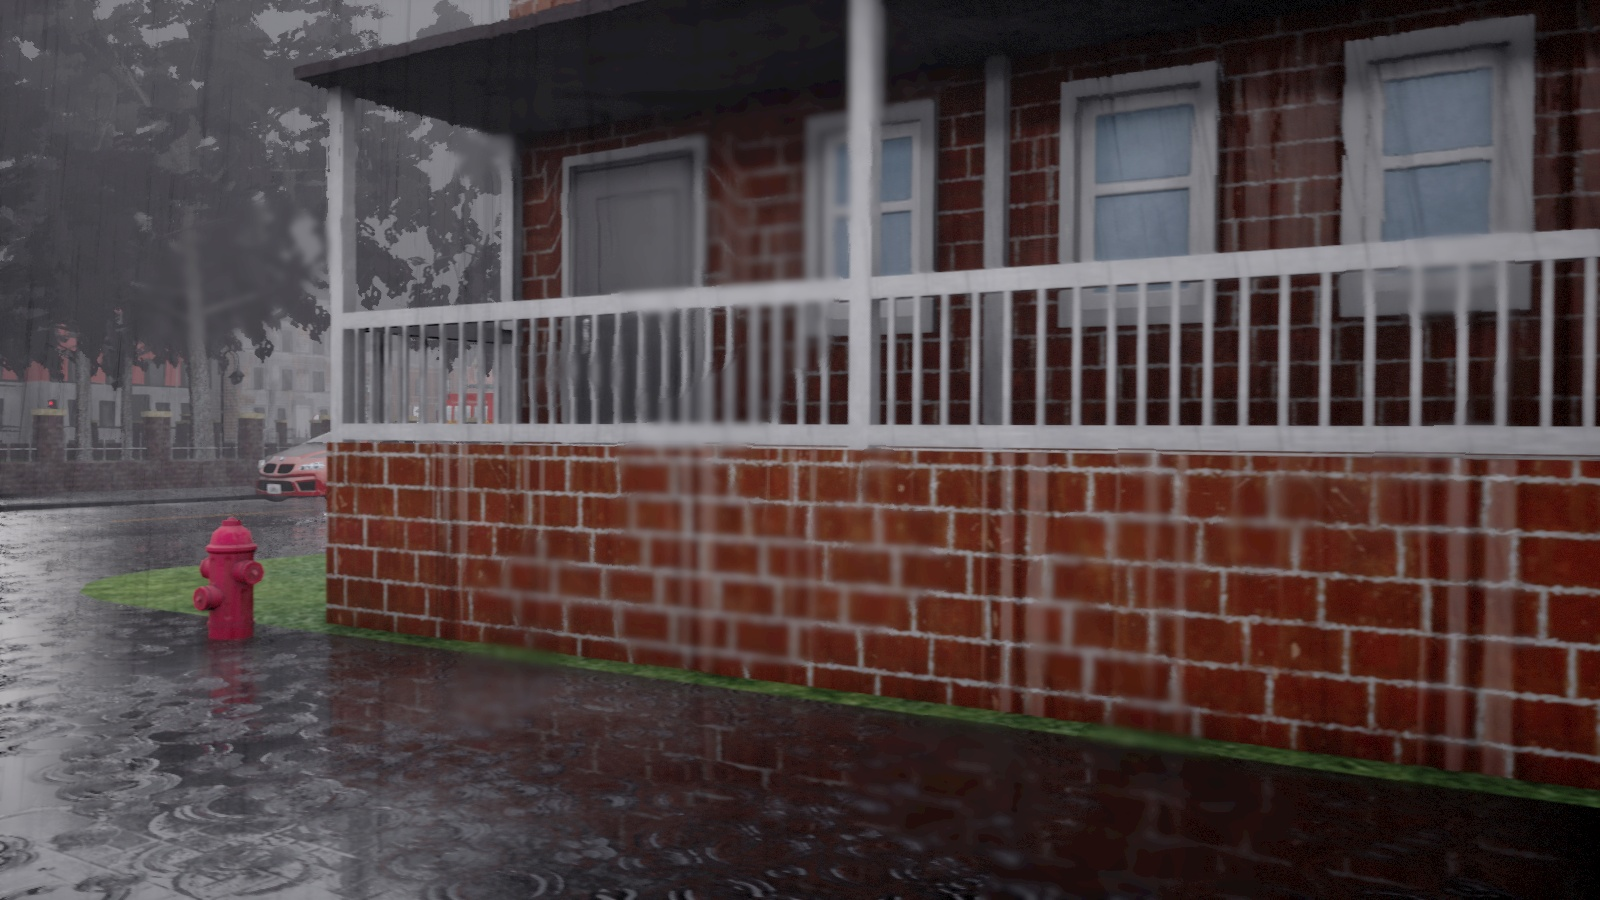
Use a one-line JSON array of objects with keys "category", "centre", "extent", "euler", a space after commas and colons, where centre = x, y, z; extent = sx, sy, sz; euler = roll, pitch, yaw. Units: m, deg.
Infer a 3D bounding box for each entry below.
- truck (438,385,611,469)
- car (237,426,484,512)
[{"category": "truck", "centre": [-13.425, -1.057, 60.944], "extent": [8.468, 3.827, 2.891], "euler": [0, 1, 31]}, {"category": "car", "centre": [-9.231, 0.338, 26.765], "extent": [2.242, 1.667, 4.611], "euler": [0, 1, 29]}]
